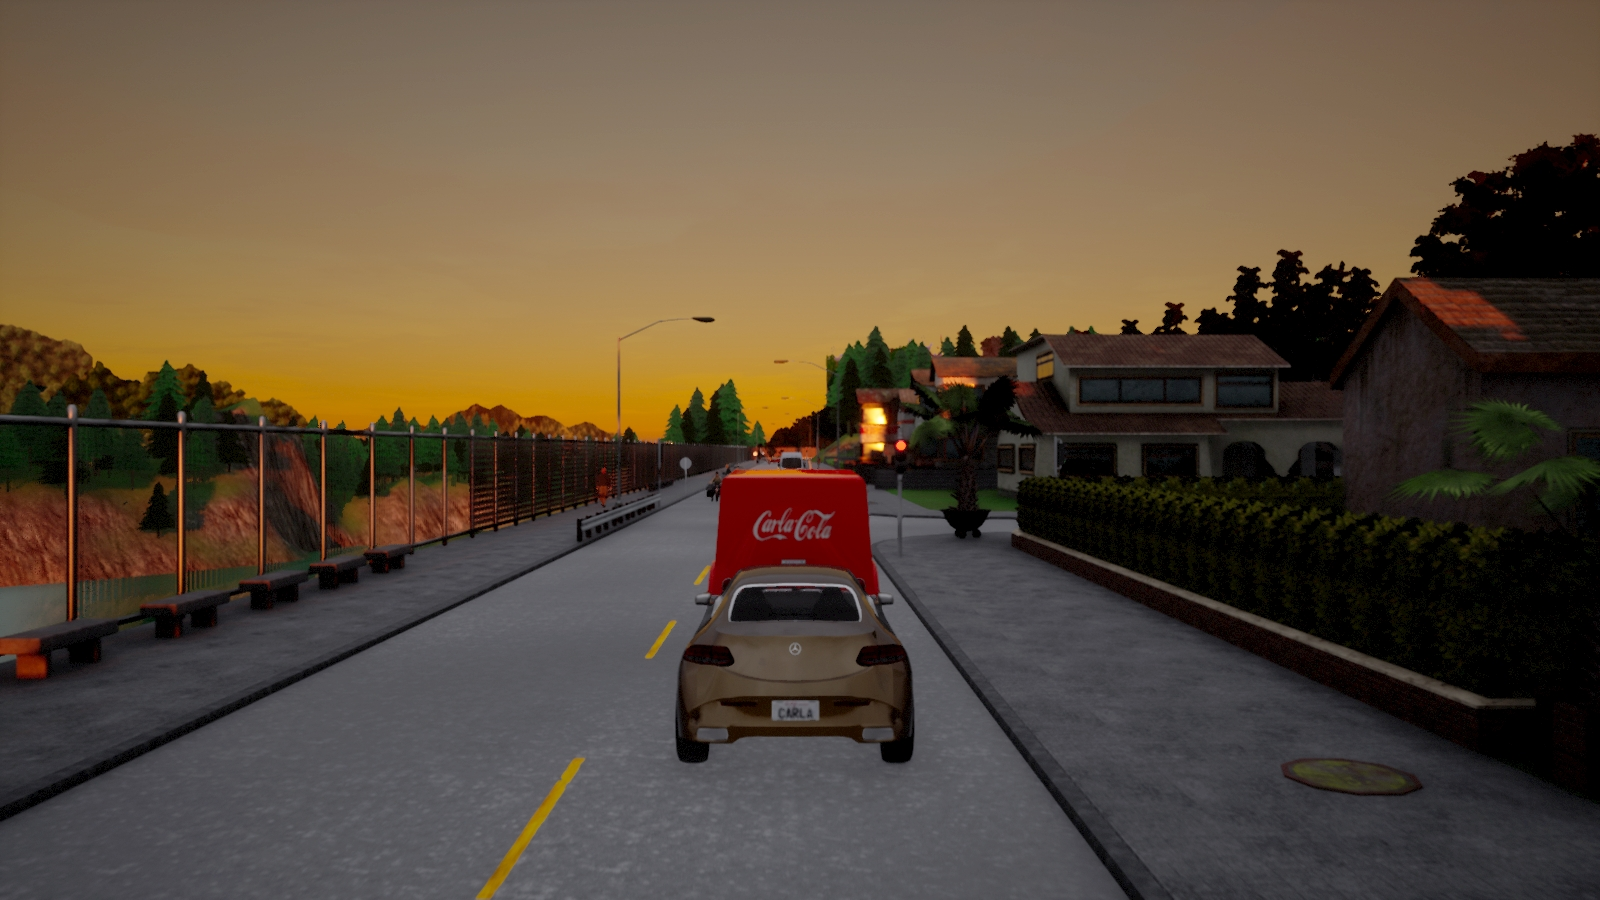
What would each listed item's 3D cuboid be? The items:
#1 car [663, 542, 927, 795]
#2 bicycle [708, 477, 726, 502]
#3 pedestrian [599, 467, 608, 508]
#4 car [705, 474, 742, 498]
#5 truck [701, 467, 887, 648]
[{"bbox_3d":[-0.056,1.982,11.834,2.152,1.651,5.027,0,0,0],"label":"car"},{"bbox_3d":[-4.413,2.112,60.844,0.859,1.276,1.487,0,0,0],"label":"bicycle"},{"bbox_3d":[-8.959,1.705,52.090,0.375,1.860,0.375,0,0,-2],"label":"pedestrian"},{"bbox_3d":[-4.469,2.105,67.414,1.895,1.301,4.718,0,0,0],"label":"car"},{"bbox_3d":[-0.105,1.554,18.754,2.627,2.467,5.204,0,0,0],"label":"truck"}]
